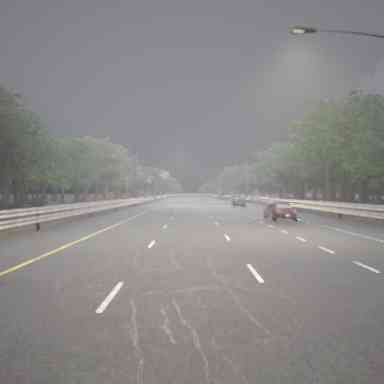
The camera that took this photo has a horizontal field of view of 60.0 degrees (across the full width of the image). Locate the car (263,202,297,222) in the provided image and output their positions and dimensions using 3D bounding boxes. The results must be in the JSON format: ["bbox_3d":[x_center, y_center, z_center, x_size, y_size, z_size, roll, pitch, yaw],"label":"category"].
[{"bbox_3d":[7.015,1.561,26.654,1.812,1.442,4.674,0,0,0],"label":"car"}]

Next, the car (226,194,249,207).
[{"bbox_3d":[7.036,1.549,51.244,2.128,1.511,4.902,0,0,0],"label":"car"}]
